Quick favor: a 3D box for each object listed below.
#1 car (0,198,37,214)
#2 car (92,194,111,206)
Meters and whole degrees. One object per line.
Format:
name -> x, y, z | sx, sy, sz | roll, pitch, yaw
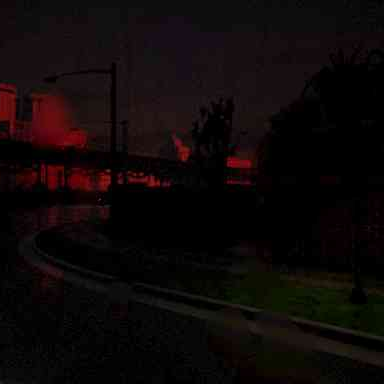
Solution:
car -> -18.669, 1.388, 34.577 | 2.128, 1.511, 4.902 | 0, 0, 37
car -> -12.411, 1.079, 48.720 | 2.097, 1.767, 4.553 | 0, 1, 37
